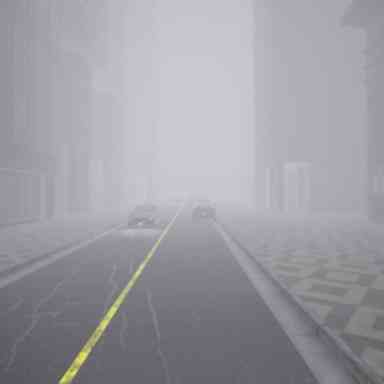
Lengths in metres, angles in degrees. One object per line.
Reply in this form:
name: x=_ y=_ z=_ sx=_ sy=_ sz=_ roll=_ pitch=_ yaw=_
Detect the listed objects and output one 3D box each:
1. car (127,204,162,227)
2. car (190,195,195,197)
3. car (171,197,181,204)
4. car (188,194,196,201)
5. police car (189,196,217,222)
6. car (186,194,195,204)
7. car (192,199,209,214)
car: x=-3.103 y=1.545 z=22.751 sx=2.033 sy=1.411 sz=5.357 roll=0 pitch=0 yaw=0
car: x=0.892 y=1.478 z=42.716 sx=1.837 sy=1.490 sz=4.892 roll=0 pitch=0 yaw=0
car: x=-3.023 y=1.546 z=63.872 sx=1.895 sy=1.301 sz=4.718 roll=0 pitch=0 yaw=0
car: x=-0.014 y=1.224 z=78.310 sx=1.882 sy=1.535 sz=5.008 roll=0 pitch=0 yaw=0
police car: x=0.895 y=1.418 z=26.824 sx=1.930 sy=1.638 sz=5.238 roll=0 pitch=0 yaw=0
car: x=-0.011 y=1.474 z=61.779 sx=1.812 sy=1.442 sz=4.674 roll=0 pitch=0 yaw=0
car: x=0.894 y=1.508 z=36.715 sx=1.812 sy=1.442 sz=4.674 roll=0 pitch=0 yaw=0
